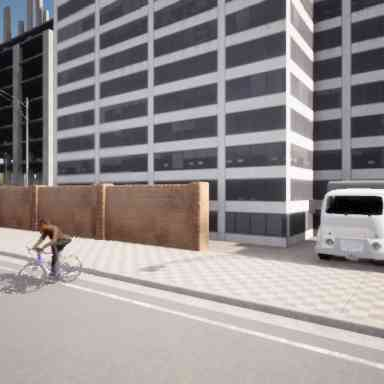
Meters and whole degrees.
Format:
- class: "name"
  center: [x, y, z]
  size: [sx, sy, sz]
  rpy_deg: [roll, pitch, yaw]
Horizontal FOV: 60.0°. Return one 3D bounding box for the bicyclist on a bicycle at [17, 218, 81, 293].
- class: "bicyclist on a bicycle"
  center: [-3.278, 1.429, 7.754]
  size: [0.582, 1.620, 1.656]
  rpy_deg: [0, 1, 35]
